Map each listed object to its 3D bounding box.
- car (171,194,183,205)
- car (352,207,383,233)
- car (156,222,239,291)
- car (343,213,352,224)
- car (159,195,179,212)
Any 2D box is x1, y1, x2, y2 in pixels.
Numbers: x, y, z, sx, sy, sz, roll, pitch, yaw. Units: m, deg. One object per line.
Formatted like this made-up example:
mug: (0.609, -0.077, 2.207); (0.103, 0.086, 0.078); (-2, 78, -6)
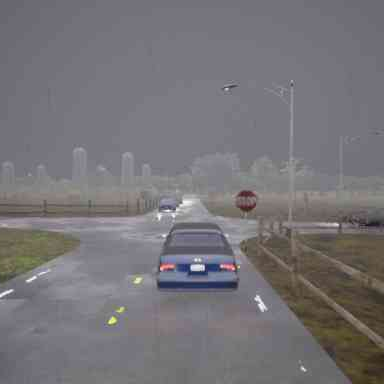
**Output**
car: (-2.825, 1.450, 49.252); (2.128, 1.511, 4.902); (0, 0, 0)
car: (13.370, 1.906, 21.611); (4.718, 1.301, 1.895); (1, 1, 0)
car: (0.107, 1.545, 9.092); (2.033, 1.411, 5.357); (0, 0, 0)
car: (13.510, 1.827, 24.565); (4.181, 1.385, 1.994); (1, 1, 0)
car: (-2.792, 1.452, 38.818); (1.882, 1.535, 5.008); (0, 0, -1)
